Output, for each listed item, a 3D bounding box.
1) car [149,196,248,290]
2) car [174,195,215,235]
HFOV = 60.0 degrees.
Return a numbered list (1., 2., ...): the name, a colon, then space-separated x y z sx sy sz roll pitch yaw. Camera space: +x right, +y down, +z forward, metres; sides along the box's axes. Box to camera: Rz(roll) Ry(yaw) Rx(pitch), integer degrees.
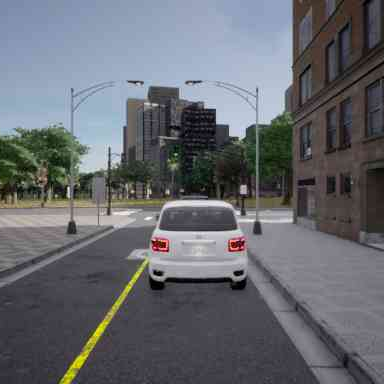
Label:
1. car: 0.122 1.222 9.216 2.150 2.045 5.566 0 0 0
2. car: 0.141 1.224 20.097 2.150 2.045 5.566 0 0 0
